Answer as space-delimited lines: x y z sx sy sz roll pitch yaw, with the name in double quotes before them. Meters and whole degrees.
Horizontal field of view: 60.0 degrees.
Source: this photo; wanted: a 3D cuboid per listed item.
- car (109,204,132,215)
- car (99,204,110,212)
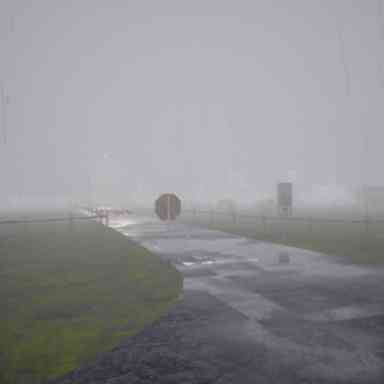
"car" -9.951 2.558 47.009 1.895 1.301 4.718 1 -2 -24
"car" -14.896 2.808 57.900 1.895 1.301 4.718 1 -2 -25
